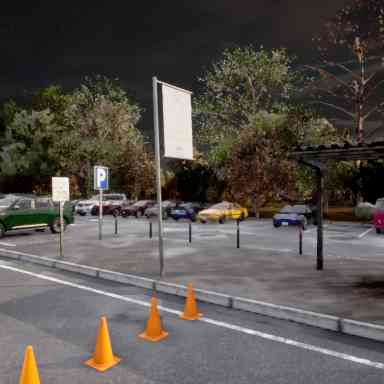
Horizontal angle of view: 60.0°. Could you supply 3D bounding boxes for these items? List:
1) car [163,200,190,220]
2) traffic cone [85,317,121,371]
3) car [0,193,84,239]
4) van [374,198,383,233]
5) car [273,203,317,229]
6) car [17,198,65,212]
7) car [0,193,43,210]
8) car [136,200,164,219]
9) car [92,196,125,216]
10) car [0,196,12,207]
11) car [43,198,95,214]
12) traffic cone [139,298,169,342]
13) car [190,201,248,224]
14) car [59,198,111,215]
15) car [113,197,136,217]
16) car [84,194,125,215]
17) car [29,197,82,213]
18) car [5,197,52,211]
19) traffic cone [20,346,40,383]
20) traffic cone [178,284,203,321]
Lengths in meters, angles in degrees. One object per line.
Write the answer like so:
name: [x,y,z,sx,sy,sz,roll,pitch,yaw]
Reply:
car: [0.242,1.504,26.927,2.163,1.488,4.792,0,0,35]
traffic cone: [-1.171,1.957,4.391,0.340,0.580,0.340,0,0,35]
car: [-8.876,1.221,17.280,2.435,2.045,5.566,0,0,35]
van: [11.642,1.263,19.012,1.878,1.987,4.442,0,0,35]
car: [7.019,1.513,22.088,2.163,1.488,4.792,0,0,35]
car: [-17.950,1.468,39.658,2.163,1.488,4.792,0,0,35]
car: [-22.494,1.153,42.856,2.435,2.045,5.566,0,0,35]
car: [-2.040,1.473,28.506,2.231,1.521,4.892,0,0,35]
car: [-6.581,1.466,31.700,2.097,1.535,5.008,0,0,35]
car: [-29.182,1.332,47.825,1.946,1.575,5.366,1,0,35]
car: [-13.398,1.454,36.484,2.097,1.535,5.008,0,0,35]
traffic cone: [-0.596,1.957,5.207,0.340,0.580,0.340,0,0,35]
car: [2.388,1.475,25.155,1.946,1.575,5.366,0,0,35]
car: [-11.127,1.461,34.885,2.231,1.521,4.892,0,0,35]
car: [-4.311,1.469,30.102,2.097,1.535,5.008,0,0,35]
car: [-8.871,1.212,33.269,2.435,2.045,5.566,0,0,35]
car: [-15.560,1.444,38.237,1.946,1.575,5.366,0,0,35]
car: [-20.193,1.452,41.307,2.163,1.488,4.792,0,0,35]
traffic cone: [-1.747,1.957,3.575,0.340,0.580,0.340,0,0,35]
traffic cone: [-0.020,1.957,6.023,0.340,0.580,0.340,0,0,36]
